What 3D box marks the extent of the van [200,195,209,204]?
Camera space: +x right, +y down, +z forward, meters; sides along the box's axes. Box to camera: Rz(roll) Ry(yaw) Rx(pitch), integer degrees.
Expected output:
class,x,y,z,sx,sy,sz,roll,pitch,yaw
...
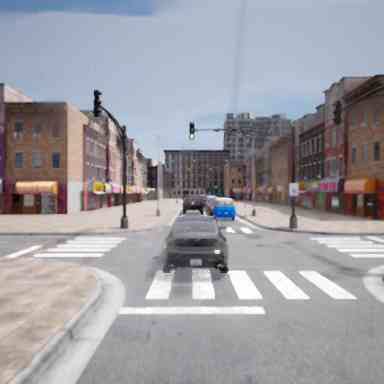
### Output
class,x,y,z,sx,sy,sz,roll,pitch,yaw
van,2.633,1.533,71.310,1.690,1.788,3.998,0,0,0

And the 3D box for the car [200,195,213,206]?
class,x,y,z,sx,sy,sz,roll,pitch,yaw
car,2.633,1.473,60.360,2.192,1.841,5.009,0,0,0

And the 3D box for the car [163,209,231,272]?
class,x,y,z,sx,sy,sz,roll,pitch,yaw
car,0.102,1.541,10.912,1.837,1.490,4.892,0,0,0

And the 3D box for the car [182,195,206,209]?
class,x,y,z,sx,sy,sz,roll,pitch,yaw
car,0.099,1.310,36.969,2.150,2.045,5.566,0,0,0

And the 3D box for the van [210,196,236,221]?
class,x,y,z,sx,sy,sz,roll,pitch,yaw
van,2.635,1.404,27.508,1.690,1.788,3.998,0,0,0

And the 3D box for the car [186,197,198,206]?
class,x,y,z,sx,sy,sz,roll,pitch,yaw
car,0.016,1.703,59.571,2.033,1.411,5.357,0,0,0

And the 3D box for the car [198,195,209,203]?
class,x,y,z,sx,sy,sz,roll,pitch,yaw
car,2.633,1.523,76.786,2.192,1.841,5.009,0,0,0

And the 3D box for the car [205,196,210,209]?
class,x,y,z,sx,sy,sz,roll,pitch,yaw
car,2.635,1.518,32.983,1.967,1.590,4.097,0,0,0

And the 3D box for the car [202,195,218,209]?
class,x,y,z,sx,sy,sz,roll,pitch,yaw
car,2.632,1.439,49.407,2.192,1.841,5.009,0,0,0
